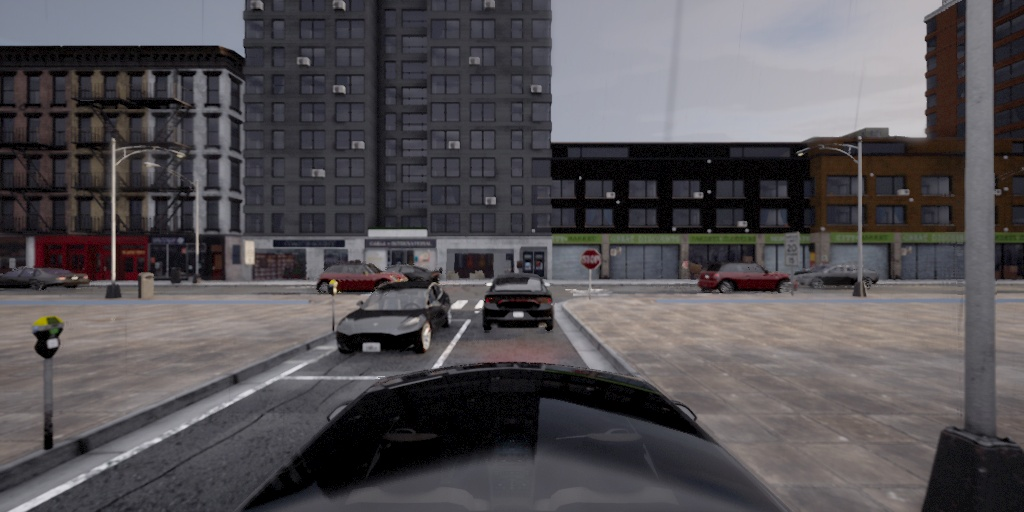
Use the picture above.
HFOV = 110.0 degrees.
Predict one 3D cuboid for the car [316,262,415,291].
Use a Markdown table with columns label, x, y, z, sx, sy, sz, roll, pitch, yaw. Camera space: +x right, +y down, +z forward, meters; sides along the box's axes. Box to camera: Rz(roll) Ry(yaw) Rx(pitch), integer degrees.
| label | x | y | z | sx | sy | sz | roll | pitch | yaw |
| --- | --- | --- | --- | --- | --- | --- | --- | --- | --- |
| car | -8.008 | 1.188 | 19.500 | 4.553 | 1.767 | 2.097 | 0 | 0 | 0 |

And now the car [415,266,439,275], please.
| label | x | y | z | sx | sy | sz | roll | pitch | yaw |
| --- | --- | --- | --- | --- | --- | --- | --- | --- | --- |
| car | -7.045 | 1.313 | 22.448 | 5.008 | 1.535 | 1.882 | 0 | 0 | 0 |

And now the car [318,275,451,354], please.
| label | x | y | z | sx | sy | sz | roll | pitch | yaw |
| --- | --- | --- | --- | --- | --- | --- | --- | --- | --- |
| car | -2.625 | 1.342 | 8.884 | 1.948 | 1.339 | 4.313 | 0 | 0 | 0 |

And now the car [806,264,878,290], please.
| label | x | y | z | sx | sy | sz | roll | pitch | yaw |
| --- | --- | --- | --- | --- | --- | --- | --- | --- | --- |
| car | 19.843 | 1.270 | 22.385 | 4.902 | 1.511 | 2.128 | 0 | 0 | 0 |

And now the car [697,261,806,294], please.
| label | x | y | z | sx | sy | sz | roll | pitch | yaw |
| --- | --- | --- | --- | --- | --- | --- | --- | --- | --- |
| car | 12.688 | 1.140 | 19.450 | 4.553 | 1.767 | 2.097 | 0 | 0 | 0 |

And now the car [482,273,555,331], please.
| label | x | y | z | sx | sy | sz | roll | pitch | yaw |
| --- | --- | --- | --- | --- | --- | --- | --- | --- | --- |
| car | 0.195 | 1.263 | 11.144 | 1.882 | 1.535 | 5.008 | 0 | 0 | 1 |

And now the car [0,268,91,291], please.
| label | x | y | z | sx | sy | sz | roll | pitch | yaw |
| --- | --- | --- | --- | --- | --- | --- | --- | --- | --- |
| car | -29.955 | 1.445 | 22.498 | 5.357 | 1.411 | 2.033 | 0 | 0 | 0 |
